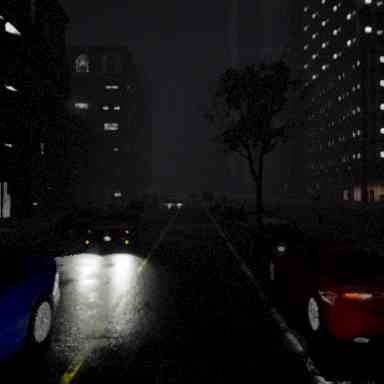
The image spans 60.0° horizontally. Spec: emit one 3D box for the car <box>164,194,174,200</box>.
[{"bbox_3d":[-5.447,1.079,78.836,1.947,1.339,4.313,1,0,0],"label":"car"}]

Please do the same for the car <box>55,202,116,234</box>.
[{"bbox_3d":[-5.629,1.451,17.571,1.947,1.339,4.313,1,0,0],"label":"car"}]

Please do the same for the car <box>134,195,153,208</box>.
[{"bbox_3d":[-5.580,1.347,34.280,1.947,1.339,4.313,1,0,0],"label":"car"}]

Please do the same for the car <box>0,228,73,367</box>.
[{"bbox_3d":[-3.089,1.454,3.373,1.882,1.535,5.008,0,0,0],"label":"car"}]

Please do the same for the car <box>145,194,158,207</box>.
[{"bbox_3d":[-5.563,1.274,39.679,1.752,1.417,4.829,1,0,0],"label":"car"}]

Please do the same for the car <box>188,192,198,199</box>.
[{"bbox_3d":[0.227,0.889,77.272,1.837,1.490,4.892,0,0,0],"label":"car"}]

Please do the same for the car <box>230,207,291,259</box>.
[{"bbox_3d":[2.735,1.474,11.975,2.008,1.369,4.403,1,0,0],"label":"car"}]

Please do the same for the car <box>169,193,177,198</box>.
[{"bbox_3d":[-5.398,0.960,95.377,1.752,1.417,4.829,1,0,0],"label":"car"}]

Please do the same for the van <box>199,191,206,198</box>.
[{"bbox_3d":[2.986,0.759,95.518,1.690,1.788,3.998,1,0,0],"label":"van"}]

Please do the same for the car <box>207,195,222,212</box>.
[{"bbox_3d":[2.802,1.309,34.424,1.752,1.417,4.829,1,0,0],"label":"car"}]

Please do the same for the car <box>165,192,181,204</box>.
[{"bbox_3d":[-2.899,1.128,56.001,1.882,1.535,5.008,0,0,1],"label":"car"}]

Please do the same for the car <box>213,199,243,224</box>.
[{"bbox_3d":[2.768,1.404,23.115,2.008,1.369,4.403,1,0,0],"label":"car"}]

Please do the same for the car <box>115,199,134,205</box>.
[{"bbox_3d":[-5.613,1.401,23.141,2.008,1.369,4.403,1,0,0],"label":"car"}]

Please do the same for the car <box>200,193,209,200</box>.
[{"bbox_3d":[2.935,0.956,78.809,1.967,1.590,4.097,1,0,0],"label":"car"}]

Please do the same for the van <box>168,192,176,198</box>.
[{"bbox_3d":[-5.411,0.789,89.974,1.690,1.788,3.998,1,0,0],"label":"van"}]

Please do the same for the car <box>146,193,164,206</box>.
[{"bbox_3d":[-5.542,1.028,45.418,2.192,1.841,5.009,1,0,0],"label":"car"}]

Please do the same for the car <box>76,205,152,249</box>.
[{"bbox_3d":[-3.055,1.473,13.959,1.994,1.385,4.181,0,0,0],"label":"car"}]

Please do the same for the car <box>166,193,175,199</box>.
[{"bbox_3d":[-5.431,1.031,84.405,2.008,1.369,4.403,1,0,0],"label":"car"}]

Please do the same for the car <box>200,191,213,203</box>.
[{"bbox_3d":[2.564,0.867,58.245,2.150,2.045,5.566,0,0,0],"label":"car"}]

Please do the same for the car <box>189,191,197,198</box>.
[{"bbox_3d":[0.266,0.658,90.263,2.097,1.767,4.553,0,0,0],"label":"car"}]

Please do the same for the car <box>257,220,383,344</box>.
[{"bbox_3d":[2.718,1.504,6.405,1.887,1.381,4.507,1,0,0],"label":"car"}]
